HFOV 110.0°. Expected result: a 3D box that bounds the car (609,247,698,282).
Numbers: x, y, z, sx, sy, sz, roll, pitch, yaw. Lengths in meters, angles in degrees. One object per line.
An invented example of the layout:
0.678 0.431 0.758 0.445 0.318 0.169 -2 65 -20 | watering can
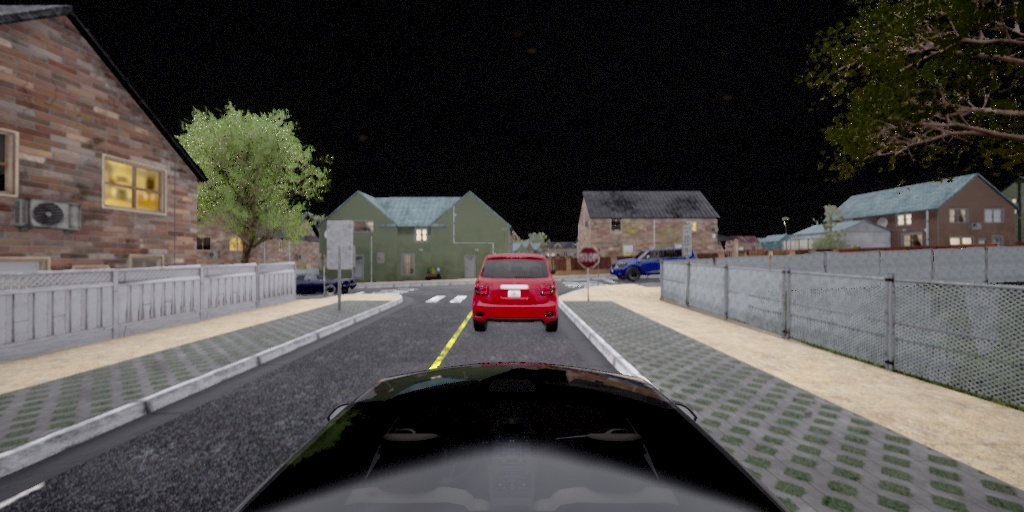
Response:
9.295 0.522 23.540 5.566 2.045 2.150 -2 0 -2 | car

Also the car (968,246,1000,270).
27.393 0.163 20.595 4.674 1.442 1.812 -2 0 0 | car

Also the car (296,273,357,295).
-11.637 1.664 20.821 4.718 1.301 1.895 -2 0 0 | car

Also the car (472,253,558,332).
0.167 0.945 10.885 2.150 2.045 5.566 0 0 2 | car

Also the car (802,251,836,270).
19.982 0.441 23.579 4.674 1.442 1.812 -2 0 0 | car
